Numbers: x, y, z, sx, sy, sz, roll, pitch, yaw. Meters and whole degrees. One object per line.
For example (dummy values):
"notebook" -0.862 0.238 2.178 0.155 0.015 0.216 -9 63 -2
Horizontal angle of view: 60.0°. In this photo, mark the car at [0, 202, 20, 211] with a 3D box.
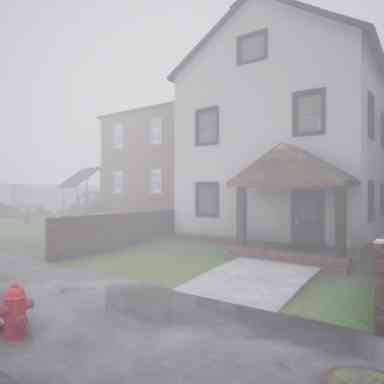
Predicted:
"car" -17.431 1.493 29.114 1.837 1.490 4.892 0 0 36
